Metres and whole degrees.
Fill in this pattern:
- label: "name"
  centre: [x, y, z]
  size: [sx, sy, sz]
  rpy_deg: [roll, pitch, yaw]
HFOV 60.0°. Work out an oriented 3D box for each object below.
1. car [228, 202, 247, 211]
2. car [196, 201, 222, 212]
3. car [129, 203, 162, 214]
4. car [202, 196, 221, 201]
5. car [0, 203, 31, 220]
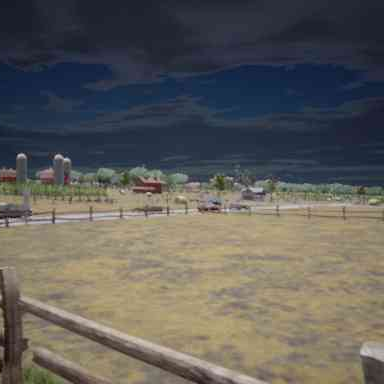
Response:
- label: "car"
  centre: [8.334, 2.536, 60.118]
  size: [2.128, 1.511, 4.902]
  rpy_deg: [2, 0, 36]
- label: "car"
  centre: [2.730, 2.471, 52.239]
  size: [1.895, 1.301, 4.718]
  rpy_deg: [2, 0, 36]
- label: "car"
  centre: [-6.181, 2.195, 44.794]
  size: [1.895, 1.301, 4.718]
  rpy_deg: [2, 0, 36]
- label: "car"
  centre: [3.182, 1.759, 57.631]
  size: [2.150, 2.045, 5.566]
  rpy_deg: [2, 0, 36]
- label: "car"
  centre: [-17.038, 1.786, 29.693]
  size: [1.837, 1.490, 4.892]
  rpy_deg: [2, 1, 36]
